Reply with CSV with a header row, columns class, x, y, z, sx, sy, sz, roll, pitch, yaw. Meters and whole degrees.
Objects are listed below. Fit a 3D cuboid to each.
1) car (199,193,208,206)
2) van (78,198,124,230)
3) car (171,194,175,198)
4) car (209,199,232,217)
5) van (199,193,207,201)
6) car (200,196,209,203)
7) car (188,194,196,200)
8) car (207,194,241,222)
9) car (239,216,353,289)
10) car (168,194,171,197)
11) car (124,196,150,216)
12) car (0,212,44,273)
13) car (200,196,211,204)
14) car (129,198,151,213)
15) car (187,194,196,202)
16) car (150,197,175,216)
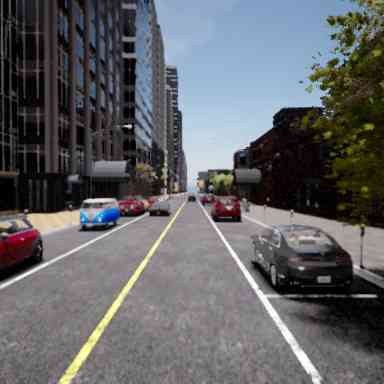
class,x,y,z,sx,sy,sz,roll,pitch,yaw
car,2.651,1.252,53.961,2.192,1.841,5.009,-1,0,0
van,-5.714,1.318,20.759,1.690,1.788,3.998,-1,0,0
car,-5.744,1.332,92.713,1.967,1.590,4.097,-1,0,0
car,2.664,1.488,31.993,1.752,1.417,4.829,-1,0,0
van,2.640,1.245,81.633,1.690,1.788,3.998,-1,0,0
car,2.648,1.499,70.564,1.802,1.307,4.206,-1,0,0
car,-0.036,1.272,82.098,2.033,1.411,5.357,0,0,0
car,2.663,1.285,26.288,2.192,1.841,5.009,-1,0,0
car,2.686,1.541,8.949,2.008,1.369,4.403,-1,0,0
car,-5.731,1.450,64.868,1.752,1.417,4.829,-1,0,0
car,-5.719,1.279,31.829,2.192,1.841,5.009,-1,0,0
car,-5.719,1.431,8.962,1.967,1.590,4.097,-1,0,0
car,2.650,1.490,65.030,1.947,1.339,4.313,-1,0,0
car,-5.718,1.483,37.194,1.752,1.417,4.829,-1,0,0
car,-0.031,1.401,71.813,1.837,1.490,4.892,0,0,0
car,-3.017,1.510,32.451,2.033,1.411,5.357,0,0,0
